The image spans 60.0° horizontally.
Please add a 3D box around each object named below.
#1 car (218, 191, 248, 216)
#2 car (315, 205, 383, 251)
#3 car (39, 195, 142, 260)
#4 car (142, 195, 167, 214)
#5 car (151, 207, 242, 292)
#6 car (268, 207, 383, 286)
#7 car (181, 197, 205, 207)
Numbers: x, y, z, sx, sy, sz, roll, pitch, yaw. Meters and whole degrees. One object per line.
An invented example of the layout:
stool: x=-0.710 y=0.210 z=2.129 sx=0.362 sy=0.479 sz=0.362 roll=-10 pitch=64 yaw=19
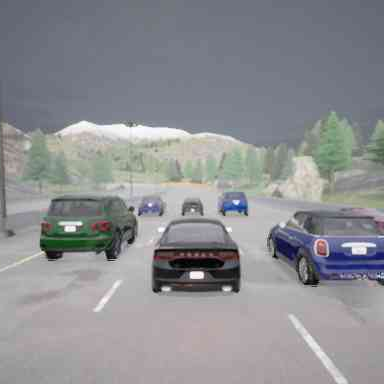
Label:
car: x=3.559 y=0.962 z=29.310 sx=2.150 sy=2.045 sz=5.566 roll=0 pitch=0 yaw=0
car: x=7.080 y=1.390 z=14.354 sx=1.812 sy=1.442 sz=4.674 roll=0 pitch=0 yaw=0
car: x=-3.417 y=1.107 z=12.011 sx=2.150 sy=2.045 sz=5.566 roll=0 pitch=0 yaw=0
car: x=-3.441 y=1.092 z=29.627 sx=2.097 sy=1.767 sz=4.553 roll=0 pitch=0 yaw=0
car: x=0.088 y=1.390 z=8.711 sx=1.882 sy=1.535 sz=5.008 roll=0 pitch=0 yaw=0
car: x=3.587 y=1.259 z=9.263 sx=2.097 sy=1.767 sz=4.553 roll=0 pitch=0 yaw=0
car: x=0.059 y=1.241 z=29.890 sx=1.837 sy=1.490 sz=4.892 roll=0 pitch=0 yaw=0
